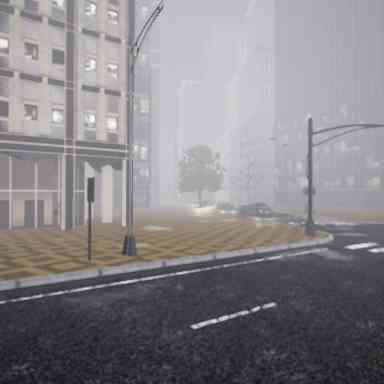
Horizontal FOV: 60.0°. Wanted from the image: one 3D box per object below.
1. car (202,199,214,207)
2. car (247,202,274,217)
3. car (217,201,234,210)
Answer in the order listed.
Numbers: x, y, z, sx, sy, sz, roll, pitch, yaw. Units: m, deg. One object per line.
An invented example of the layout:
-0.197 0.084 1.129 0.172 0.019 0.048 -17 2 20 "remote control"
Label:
3.144 2.237 68.198 1.812 1.442 4.674 0 -1 -7 "car"
7.223 1.859 35.637 1.837 1.490 4.892 0 -1 -7 "car"
5.171 2.125 51.687 1.895 1.301 4.718 0 -1 -7 "car"
